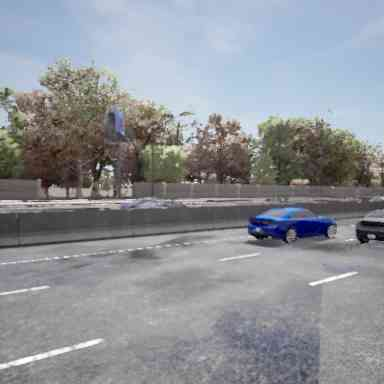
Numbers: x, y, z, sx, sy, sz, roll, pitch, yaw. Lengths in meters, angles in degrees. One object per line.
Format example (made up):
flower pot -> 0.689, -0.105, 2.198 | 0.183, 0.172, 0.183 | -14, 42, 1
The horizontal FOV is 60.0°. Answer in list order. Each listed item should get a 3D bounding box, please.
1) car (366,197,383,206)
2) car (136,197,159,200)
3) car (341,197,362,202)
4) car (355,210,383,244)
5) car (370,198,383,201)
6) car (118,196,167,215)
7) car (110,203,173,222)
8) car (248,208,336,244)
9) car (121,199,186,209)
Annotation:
car -> 31.749, 1.652, 56.633 | 4.181, 1.385, 1.994 | 0, 0, -35
car -> -2.803, 1.497, 32.081 | 4.902, 1.511, 2.128 | 0, 0, -35
car -> 27.906, 1.646, 58.184 | 4.181, 1.385, 1.994 | 0, 0, -35
car -> 9.034, 1.510, 14.490 | 4.892, 1.490, 1.837 | 0, 0, -36
car -> 29.372, 1.676, 50.659 | 4.718, 1.301, 1.895 | 0, 0, -35
car -> -5.133, 1.357, 34.716 | 4.553, 1.767, 2.097 | 0, 0, -35
car -> -4.042, 1.604, 26.903 | 4.718, 1.301, 1.895 | 0, 0, -35
car -> 4.870, 1.481, 15.815 | 5.008, 1.535, 1.882 | 0, 0, -36
car -> -2.828, 1.494, 23.469 | 4.902, 1.511, 2.128 | 0, 0, -35
